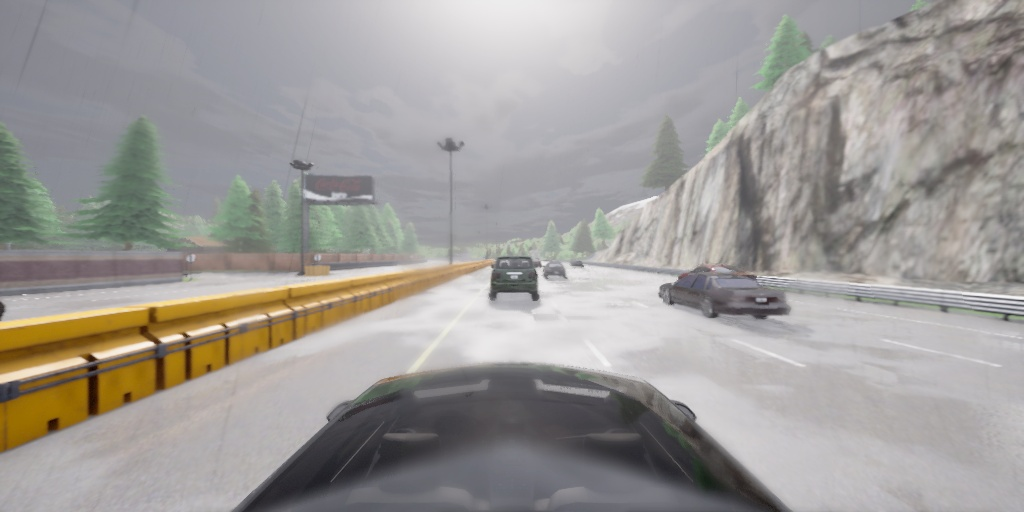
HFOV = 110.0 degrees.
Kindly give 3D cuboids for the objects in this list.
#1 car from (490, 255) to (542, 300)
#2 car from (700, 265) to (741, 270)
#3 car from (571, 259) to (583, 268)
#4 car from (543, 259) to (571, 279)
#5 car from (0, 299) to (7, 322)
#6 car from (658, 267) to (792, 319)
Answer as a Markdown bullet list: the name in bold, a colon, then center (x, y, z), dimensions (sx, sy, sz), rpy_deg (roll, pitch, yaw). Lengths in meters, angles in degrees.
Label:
- **car**: center (0.131, 0.975, 17.734), dimensions (2.150, 2.045, 5.566), rpy_deg (0, 0, 1)
- **car**: center (10.650, 1.210, 18.957), dimensions (1.882, 1.535, 5.008), rpy_deg (0, 0, 1)
- **car**: center (11.184, 1.247, 62.617), dimensions (1.837, 1.490, 4.892), rpy_deg (0, 0, 1)
- **car**: center (3.801, 1.275, 32.277), dimensions (1.812, 1.442, 4.674), rpy_deg (0, 0, 1)
- **car**: center (-14.091, 1.287, 7.203), dimensions (1.837, 1.490, 4.892), rpy_deg (0, 0, 0)
- **car**: center (7.061, 1.286, 12.647), dimensions (2.033, 1.411, 5.357), rpy_deg (0, 0, 0)
